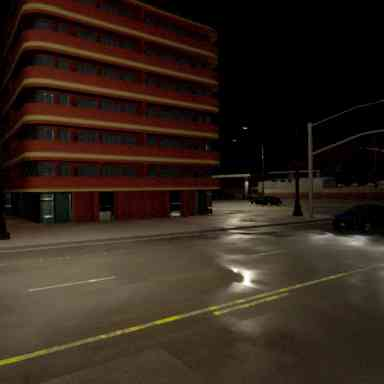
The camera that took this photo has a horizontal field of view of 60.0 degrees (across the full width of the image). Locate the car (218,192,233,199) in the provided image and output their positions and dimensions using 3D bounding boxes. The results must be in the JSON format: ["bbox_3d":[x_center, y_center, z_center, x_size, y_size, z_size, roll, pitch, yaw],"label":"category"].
[{"bbox_3d":[8.918,0.929,86.185,4.611,1.667,2.242,-1,1,-35],"label":"car"}]

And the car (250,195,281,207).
[{"bbox_3d":[10.997,1.379,49.565,1.837,1.490,4.892,-1,1,-37],"label":"car"}]

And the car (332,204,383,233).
[{"bbox_3d":[10.386,1.512,19.866,5.008,1.535,1.882,0,0,-35],"label":"car"}]

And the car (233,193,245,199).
[{"bbox_3d":[12.890,1.061,81.963,3.806,1.475,1.970,-1,1,-35],"label":"car"}]
